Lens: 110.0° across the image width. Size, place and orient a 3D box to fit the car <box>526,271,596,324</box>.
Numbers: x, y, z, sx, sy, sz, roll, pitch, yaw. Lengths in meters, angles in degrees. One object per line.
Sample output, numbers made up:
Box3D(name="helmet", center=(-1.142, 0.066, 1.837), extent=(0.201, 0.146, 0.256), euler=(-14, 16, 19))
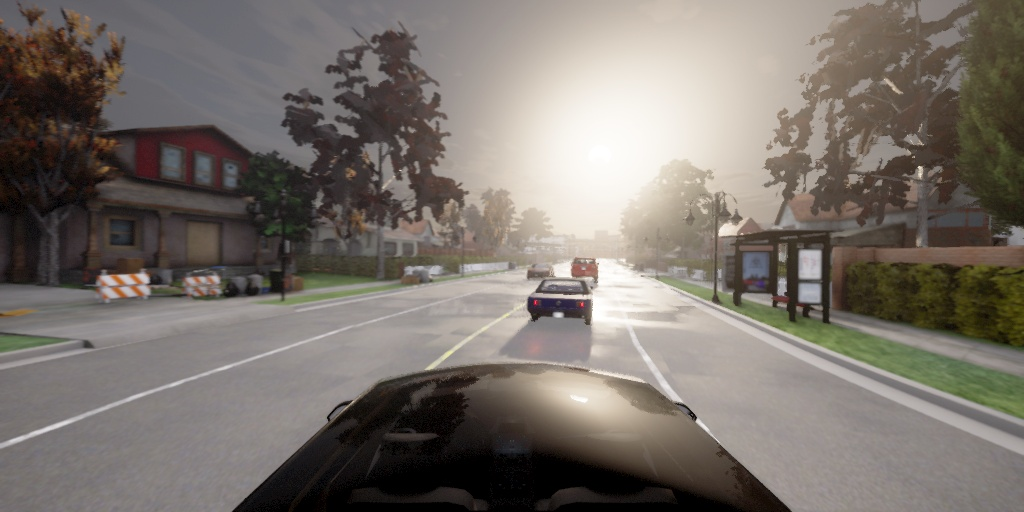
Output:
Box3D(name="car", center=(1.816, 1.388, 12.313), extent=(1.895, 1.301, 4.718), euler=(1, 0, 13))

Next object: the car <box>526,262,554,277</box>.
Box3D(name="car", center=(2.535, 1.302, 31.065), extent=(1.882, 1.535, 5.008), euler=(1, 0, 14))

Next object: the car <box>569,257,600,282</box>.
Box3D(name="car", center=(6.253, 1.093, 30.695), extent=(2.150, 2.045, 5.566), euler=(1, 0, 14))
